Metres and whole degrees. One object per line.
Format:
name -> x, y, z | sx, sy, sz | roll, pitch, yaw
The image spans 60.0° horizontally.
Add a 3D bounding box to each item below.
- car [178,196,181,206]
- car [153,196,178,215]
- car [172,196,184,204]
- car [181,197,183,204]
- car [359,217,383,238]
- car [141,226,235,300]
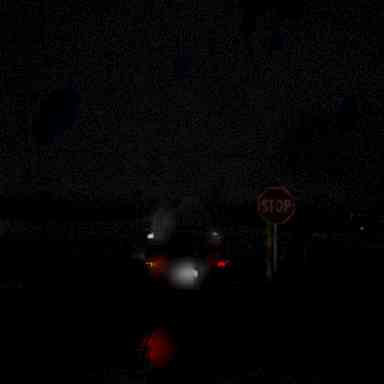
car -> -2.831, 1.510, 43.542 | 1.994, 1.385, 4.181 | 0, 0, 0
car -> -2.839, 1.448, 33.547 | 2.128, 1.511, 4.902 | 0, 0, 0
car -> -2.751, 1.486, 64.335 | 2.033, 1.411, 5.357 | 0, 0, 0
car -> -2.823, 1.433, 53.678 | 2.128, 1.511, 4.902 | 0, 0, 0
car -> 12.694, 2.007, 19.992 | 4.902, 1.511, 2.128 | 2, 0, 1
car -> -0.197, 1.552, 8.449 | 1.994, 1.385, 4.181 | 0, 0, -4
